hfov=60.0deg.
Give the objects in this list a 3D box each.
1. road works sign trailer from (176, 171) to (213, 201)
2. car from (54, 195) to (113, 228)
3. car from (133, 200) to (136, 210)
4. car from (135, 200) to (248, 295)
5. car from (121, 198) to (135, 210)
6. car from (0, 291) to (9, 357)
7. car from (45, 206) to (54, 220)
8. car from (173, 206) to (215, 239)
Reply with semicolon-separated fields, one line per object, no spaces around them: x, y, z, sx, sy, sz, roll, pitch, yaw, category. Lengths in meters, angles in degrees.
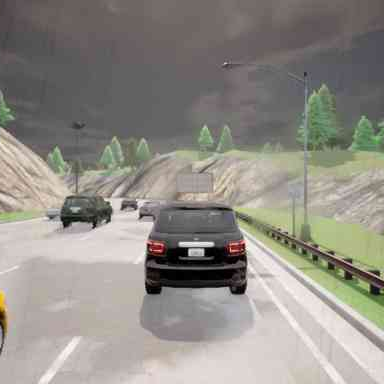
0.186;0.464;21.599;2.380;3.560;2.880;0;0;0;road works sign trailer
-6.934;1.222;22.379;2.150;2.045;5.566;0;0;0;car
-3.492;1.547;29.065;2.033;1.411;5.357;0;0;-1;car
0.087;1.221;8.884;2.150;2.045;5.566;0;0;0;car
-7.940;1.502;42.392;1.837;1.490;4.892;0;-1;-7;car
-3.403;1.478;2.502;1.882;1.535;5.008;0;0;0;car
-10.496;1.601;28.001;1.895;1.301;4.718;0;0;-1;car
0.089;1.558;18.102;1.994;1.385;4.181;0;0;0;car
